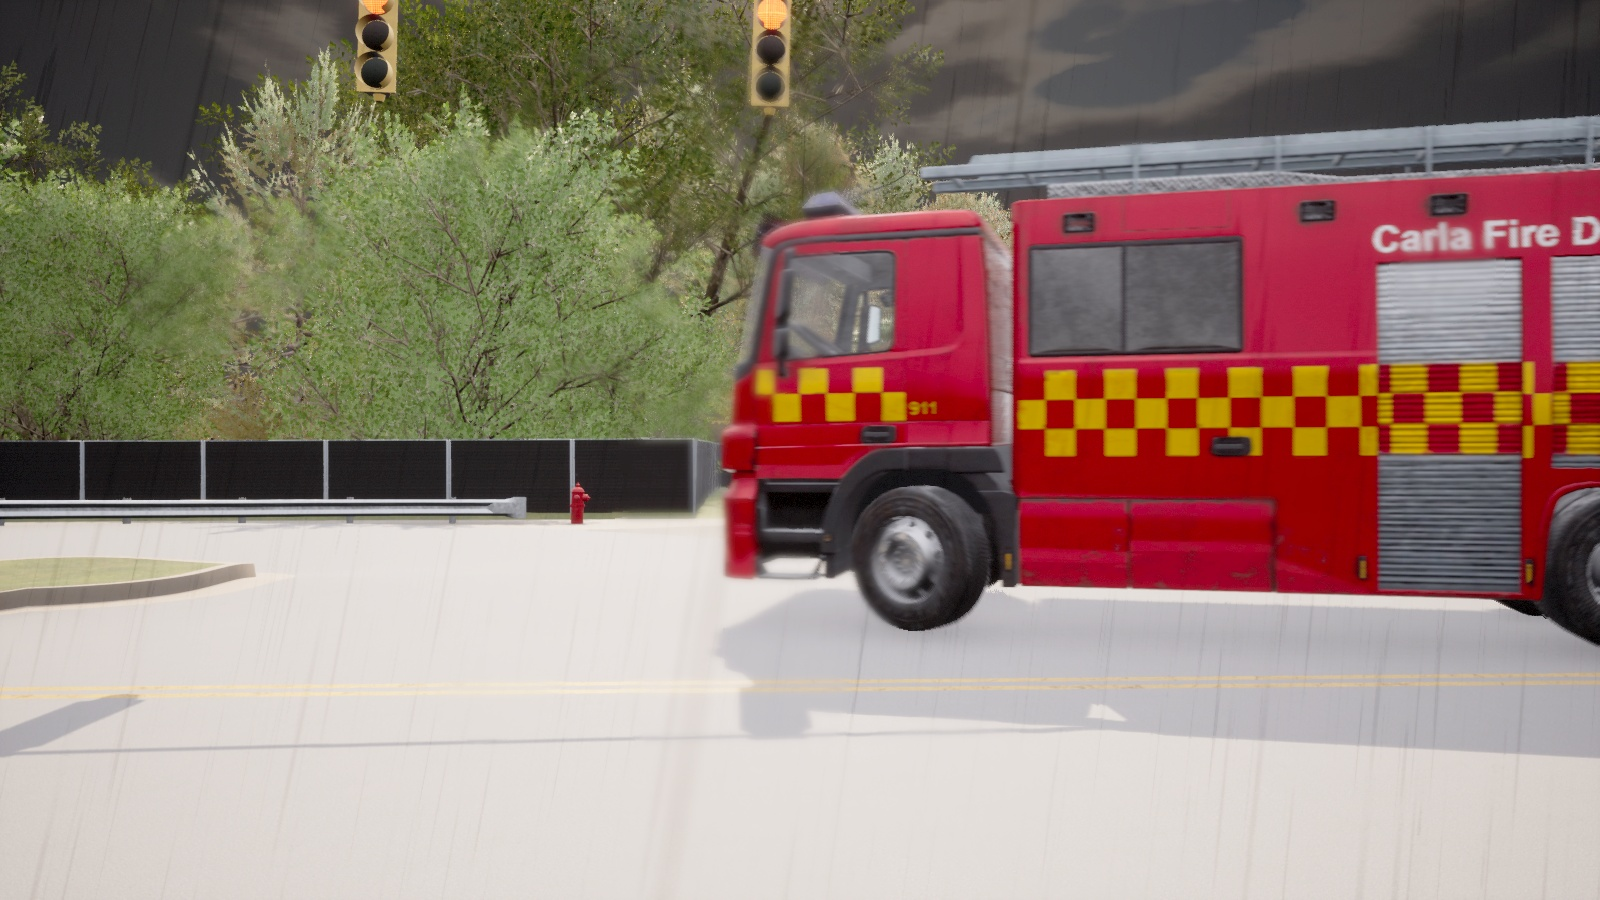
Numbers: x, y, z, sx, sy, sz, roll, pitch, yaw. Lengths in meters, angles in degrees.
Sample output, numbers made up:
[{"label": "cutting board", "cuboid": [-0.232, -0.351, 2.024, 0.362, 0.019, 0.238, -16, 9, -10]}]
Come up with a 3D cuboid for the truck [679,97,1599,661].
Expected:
[{"label": "truck", "cuboid": [3.488, -0.498, 10.587, 8.468, 3.827, 2.891, 0, 1, 16]}]
